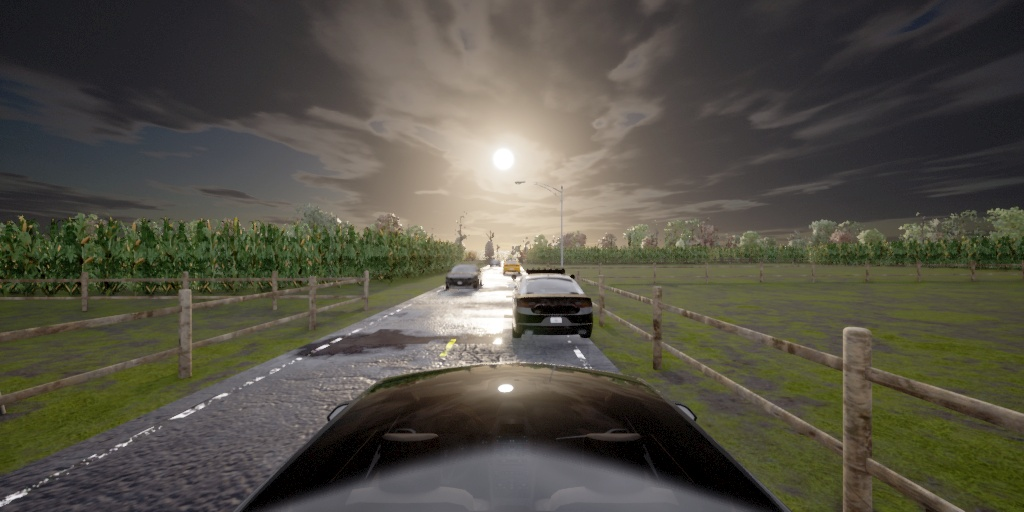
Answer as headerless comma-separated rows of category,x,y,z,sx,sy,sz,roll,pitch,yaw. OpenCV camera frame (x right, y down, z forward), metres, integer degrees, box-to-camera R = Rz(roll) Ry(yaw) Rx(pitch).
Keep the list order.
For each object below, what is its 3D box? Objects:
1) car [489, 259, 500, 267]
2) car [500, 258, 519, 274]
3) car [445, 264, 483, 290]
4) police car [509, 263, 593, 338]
car,-2.913,1.192,62.725,2.128,1.511,4.902,0,0,0
car,-0.020,1.211,40.487,1.882,1.535,5.008,0,0,0
car,-2.903,1.224,22.392,1.882,1.535,5.008,0,0,0
police car,0.943,1.175,10.292,1.930,1.638,5.238,0,0,0
